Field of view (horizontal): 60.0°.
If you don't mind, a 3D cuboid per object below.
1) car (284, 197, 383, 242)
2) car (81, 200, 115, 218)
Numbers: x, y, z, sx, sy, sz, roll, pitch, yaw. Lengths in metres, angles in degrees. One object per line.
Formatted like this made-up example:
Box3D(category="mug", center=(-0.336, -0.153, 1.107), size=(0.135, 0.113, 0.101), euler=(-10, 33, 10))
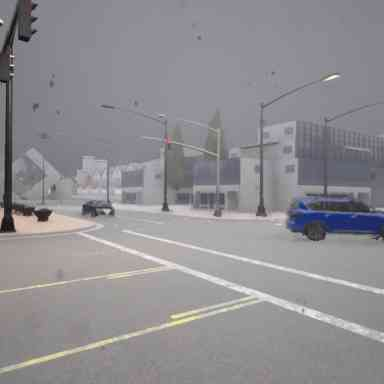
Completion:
Box3D(category="car", center=(7.366, 1.291, 16.110), size=(5.566, 2.045, 2.150), euler=(0, 1, 9))
Box3D(category="car", center=(-8.529, 1.499, 30.032), size=(2.128, 1.511, 4.902), euler=(1, 0, -35))
